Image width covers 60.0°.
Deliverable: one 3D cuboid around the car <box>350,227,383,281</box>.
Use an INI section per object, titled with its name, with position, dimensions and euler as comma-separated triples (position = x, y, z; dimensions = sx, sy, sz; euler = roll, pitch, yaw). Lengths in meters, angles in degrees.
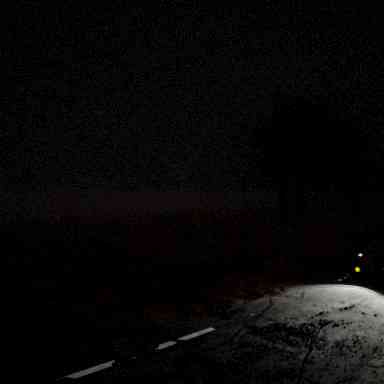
[car]
position = 5.940, 1.595, 9.099
dimensions = 1.994, 1.385, 4.181
euler = 0, 0, 44
